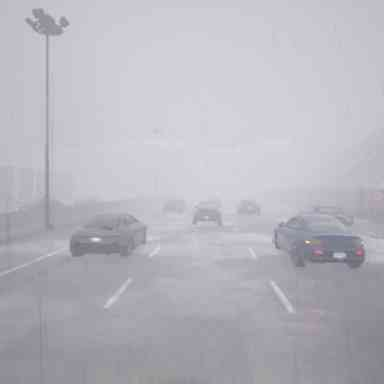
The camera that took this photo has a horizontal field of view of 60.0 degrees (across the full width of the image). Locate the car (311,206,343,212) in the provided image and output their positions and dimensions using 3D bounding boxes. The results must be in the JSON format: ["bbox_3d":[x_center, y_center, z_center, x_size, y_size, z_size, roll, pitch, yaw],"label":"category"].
[{"bbox_3d":[7.991,1.510,20.280,1.895,1.301,4.718,0,0,4],"label":"car"}]

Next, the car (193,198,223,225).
[{"bbox_3d":[1.103,1.388,22.848,1.812,1.442,4.674,0,0,5],"label":"car"}]

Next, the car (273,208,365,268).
[{"bbox_3d":[3.980,1.474,11.017,1.812,1.442,4.674,0,0,2],"label":"car"}]

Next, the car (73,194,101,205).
[{"bbox_3d":[-14.660,1.162,45.924,1.812,1.442,4.674,0,1,6],"label":"car"}]

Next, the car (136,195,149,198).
[{"bbox_3d":[-9.630,1.200,65.658,1.895,1.301,4.718,0,0,4],"label":"car"}]

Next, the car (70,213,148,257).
[{"bbox_3d":[-2.945,1.469,12.555,1.994,1.385,4.181,0,0,3],"label":"car"}]

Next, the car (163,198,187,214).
[{"bbox_3d":[-1.622,1.330,32.849,2.033,1.411,5.357,0,0,5],"label":"car"}]

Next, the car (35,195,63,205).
[{"bbox_3d":[-21.365,1.142,49.842,1.994,1.385,4.181,0,0,5],"label":"car"}]

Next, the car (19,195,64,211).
[{"bbox_3d":[-12.666,1.250,28.319,2.128,1.511,4.902,0,0,5],"label":"car"}]

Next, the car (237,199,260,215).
[{"bbox_3d":[5.355,1.386,31.834,1.994,1.385,4.181,0,0,5],"label":"car"}]
